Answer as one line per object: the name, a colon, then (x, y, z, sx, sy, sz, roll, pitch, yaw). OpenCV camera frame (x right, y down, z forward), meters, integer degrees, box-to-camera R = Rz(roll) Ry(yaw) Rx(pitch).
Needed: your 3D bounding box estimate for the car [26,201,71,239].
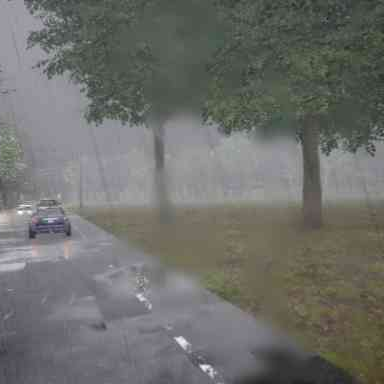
car: (-8.339, 1.609, 19.588, 2.097, 1.767, 4.553, -1, 0, -23)

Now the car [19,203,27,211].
car: (-29.221, 2.578, 58.535, 1.895, 1.301, 4.718, -1, 0, -24)

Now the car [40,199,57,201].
car: (-14.705, 1.705, 34.154, 2.150, 2.045, 5.566, -1, 0, -23)
